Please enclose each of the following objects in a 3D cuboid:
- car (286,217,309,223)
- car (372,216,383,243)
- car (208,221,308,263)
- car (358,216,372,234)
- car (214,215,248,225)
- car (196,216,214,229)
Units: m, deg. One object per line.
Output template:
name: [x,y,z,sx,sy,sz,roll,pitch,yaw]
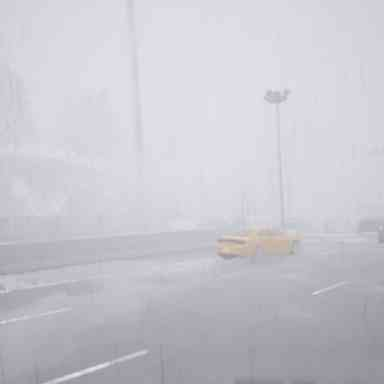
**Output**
car: [12.530,3.741,40.767,1.895,1.301,4.718,-5,-5,40]
car: [13.370,2.240,20.917,2.097,1.767,4.553,-5,-5,44]
car: [3.311,2.380,15.976,5.008,1.535,1.882,1,-5,-42]
car: [15.825,2.760,28.560,1.882,1.535,5.008,-5,-5,42]
car: [5.471,3.875,43.368,2.097,1.767,4.553,-5,-5,41]
car: [2.589,4.090,45.383,2.097,1.767,4.553,-5,-5,41]
